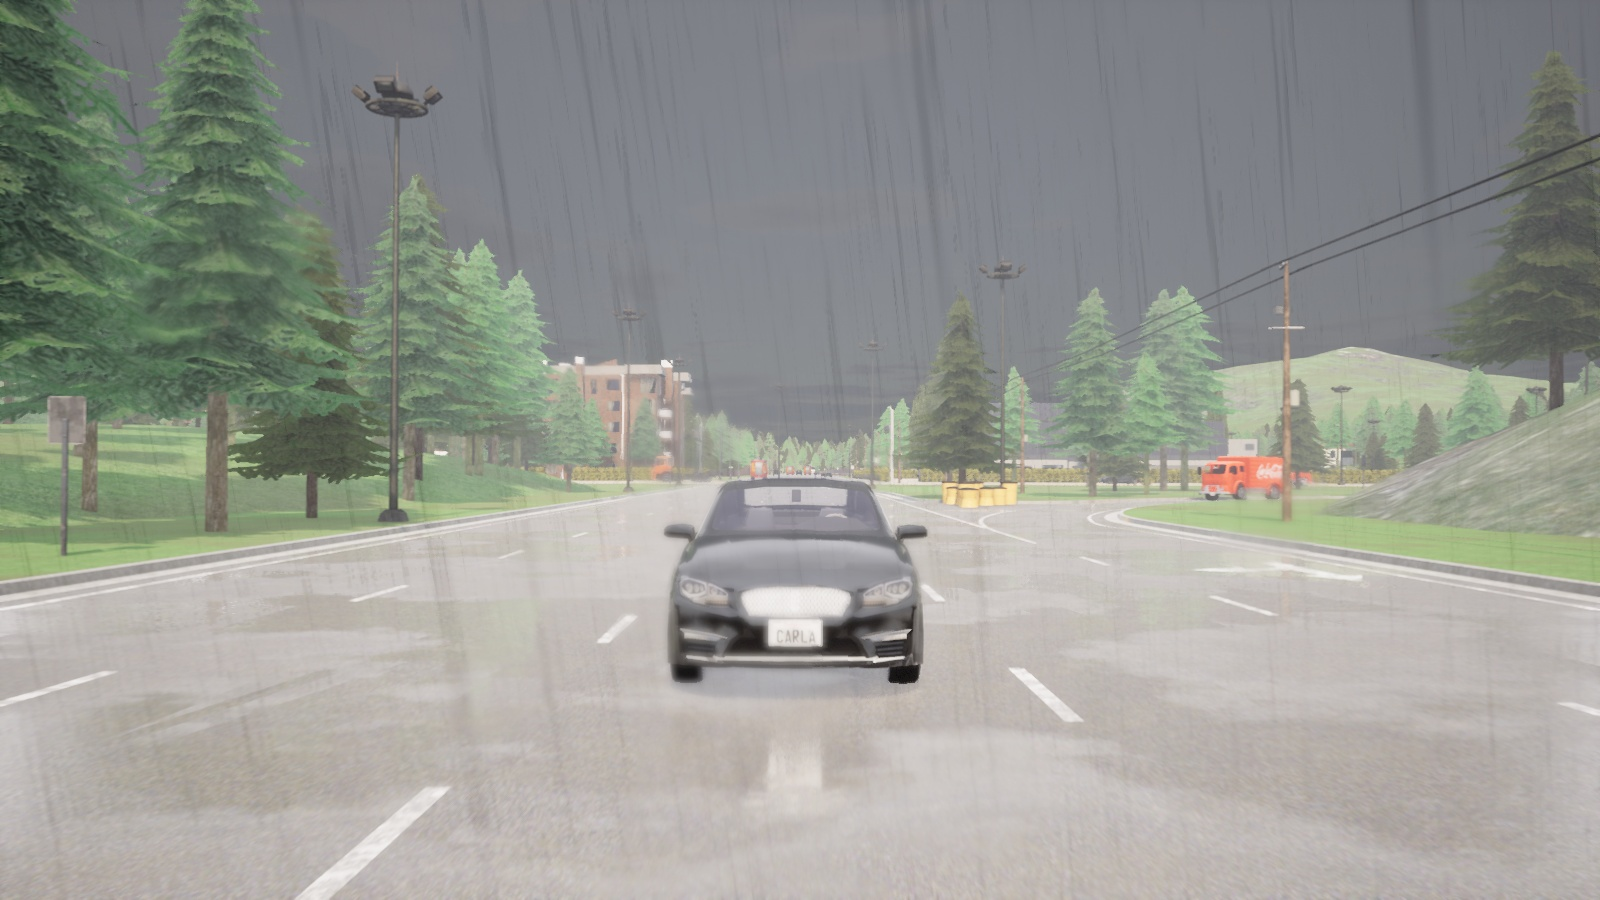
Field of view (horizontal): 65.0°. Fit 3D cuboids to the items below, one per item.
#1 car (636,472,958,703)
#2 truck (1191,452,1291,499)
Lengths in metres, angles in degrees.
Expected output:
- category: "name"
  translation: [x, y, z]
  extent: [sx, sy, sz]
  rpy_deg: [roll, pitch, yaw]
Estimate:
- category: "car"
  translation: [-0.027, 0.951, 10.775]
  extent: [2.128, 1.511, 4.902]
  rpy_deg: [0, -1, 0]
- category: "truck"
  translation: [24.295, 1.389, 69.180]
  extent: [5.204, 2.467, 2.627]
  rpy_deg: [0, -1, -35]
